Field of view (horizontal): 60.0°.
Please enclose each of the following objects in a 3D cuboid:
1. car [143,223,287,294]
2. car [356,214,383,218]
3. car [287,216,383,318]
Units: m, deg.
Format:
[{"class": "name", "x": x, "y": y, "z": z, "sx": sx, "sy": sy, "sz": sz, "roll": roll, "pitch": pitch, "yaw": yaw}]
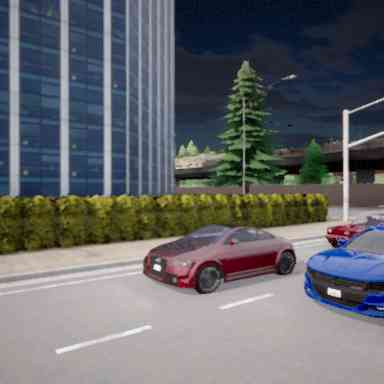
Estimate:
[{"class": "car", "x": 0.836, "y": 1.554, "z": 8.796, "sx": 4.181, "sy": 1.385, "sz": 1.994, "roll": 0, "pitch": 0, "yaw": -35}, {"class": "car", "x": 7.497, "y": 1.574, "z": 13.516, "sx": 4.718, "sy": 1.301, "sz": 1.895, "roll": 0, "pitch": 0, "yaw": -35}, {"class": "car", "x": 4.481, "y": 1.463, "z": 7.137, "sx": 5.008, "sy": 1.535, "sz": 1.882, "roll": 0, "pitch": 0, "yaw": -35}]
